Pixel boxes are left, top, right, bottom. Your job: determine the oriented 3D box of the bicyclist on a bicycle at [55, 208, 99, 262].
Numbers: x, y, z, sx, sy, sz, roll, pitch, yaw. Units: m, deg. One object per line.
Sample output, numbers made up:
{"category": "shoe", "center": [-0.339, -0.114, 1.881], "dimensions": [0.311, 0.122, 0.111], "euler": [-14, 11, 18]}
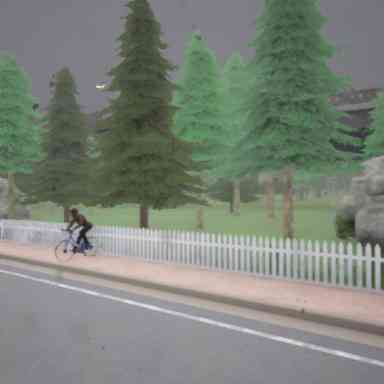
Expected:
{"category": "bicyclist on a bicycle", "center": [-3.618, 1.348, 10.578], "dimensions": [0.582, 1.620, 1.656], "euler": [-1, -1, 34]}
